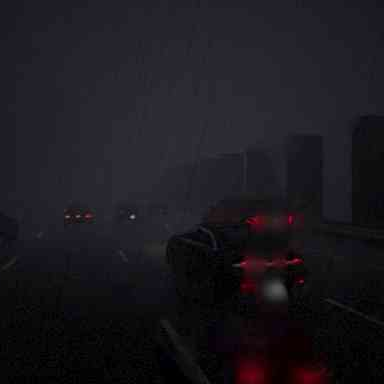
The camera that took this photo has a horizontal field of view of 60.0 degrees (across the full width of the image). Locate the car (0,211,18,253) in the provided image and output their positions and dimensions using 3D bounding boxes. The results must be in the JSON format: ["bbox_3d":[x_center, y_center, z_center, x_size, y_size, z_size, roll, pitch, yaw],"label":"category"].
[{"bbox_3d":[-8.390,1.472,13.425,1.882,1.535,5.008,0,0,-18],"label":"car"}]

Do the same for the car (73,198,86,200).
[{"bbox_3d":[-12.484,1.466,36.888,1.882,1.535,5.008,0,0,-19],"label":"car"}]

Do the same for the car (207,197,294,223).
[{"bbox_3d":[2.231,1.219,14.711,2.150,2.045,5.566,0,0,-18],"label":"car"}]

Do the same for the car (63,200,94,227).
[{"bbox_3d":[-7.769,1.540,22.827,2.033,1.411,5.357,0,0,-18],"label":"car"}]

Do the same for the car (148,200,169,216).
[{"bbox_3d":[-3.597,1.518,32.501,1.812,1.442,4.674,0,0,-18],"label":"car"}]

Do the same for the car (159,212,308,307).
[{"bbox_3d":[0.721,1.490,8.120,2.128,1.511,4.902,0,0,-19],"label":"car"}]

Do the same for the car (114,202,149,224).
[{"bbox_3d":[-4.755,1.518,24.862,1.812,1.442,4.674,0,0,-18],"label":"car"}]
